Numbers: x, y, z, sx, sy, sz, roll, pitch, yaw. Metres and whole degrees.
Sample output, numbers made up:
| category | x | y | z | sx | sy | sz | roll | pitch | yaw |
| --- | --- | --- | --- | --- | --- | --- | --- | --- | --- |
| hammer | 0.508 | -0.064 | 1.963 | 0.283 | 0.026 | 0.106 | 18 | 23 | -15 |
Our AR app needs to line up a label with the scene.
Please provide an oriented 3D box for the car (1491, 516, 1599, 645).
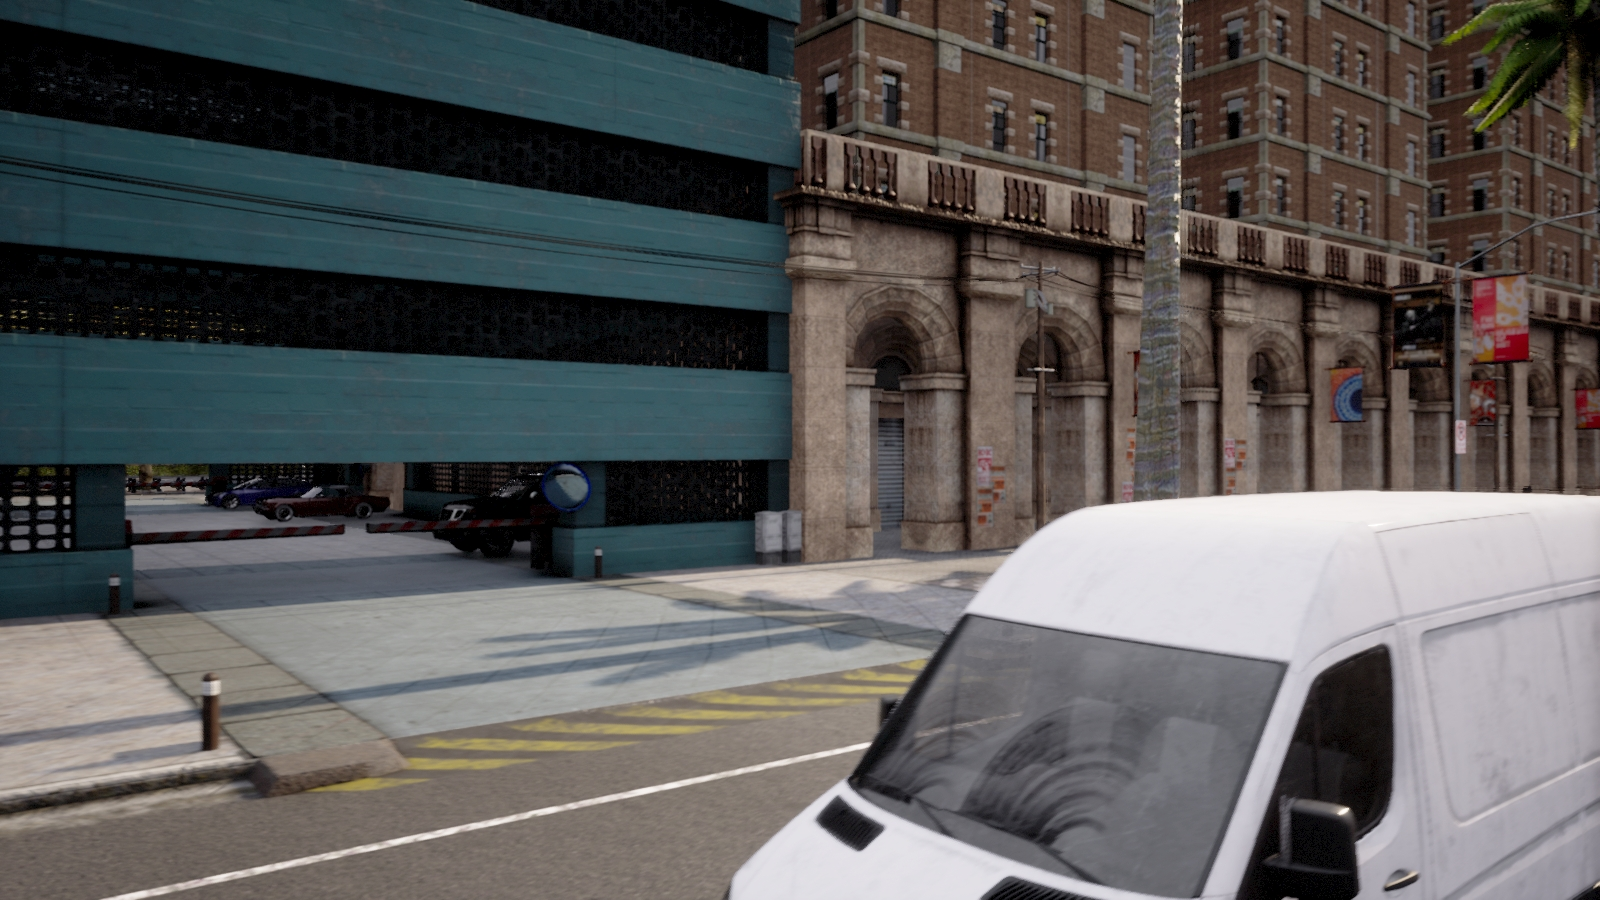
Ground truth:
| category | x | y | z | sx | sy | sz | roll | pitch | yaw |
| --- | --- | --- | --- | --- | --- | --- | --- | --- | --- |
| car | 13.348 | 1.996 | 18.344 | 5.027 | 1.651 | 2.152 | 0 | 0 | -37 |

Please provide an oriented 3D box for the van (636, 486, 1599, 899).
| category | x | y | z | sx | sy | sz | roll | pitch | yaw |
| --- | --- | --- | --- | --- | --- | --- | --- | --- | --- |
| van | 2.303 | 1.536 | 5.540 | 5.915 | 2.561 | 1.988 | 0 | 0 | -37 |
